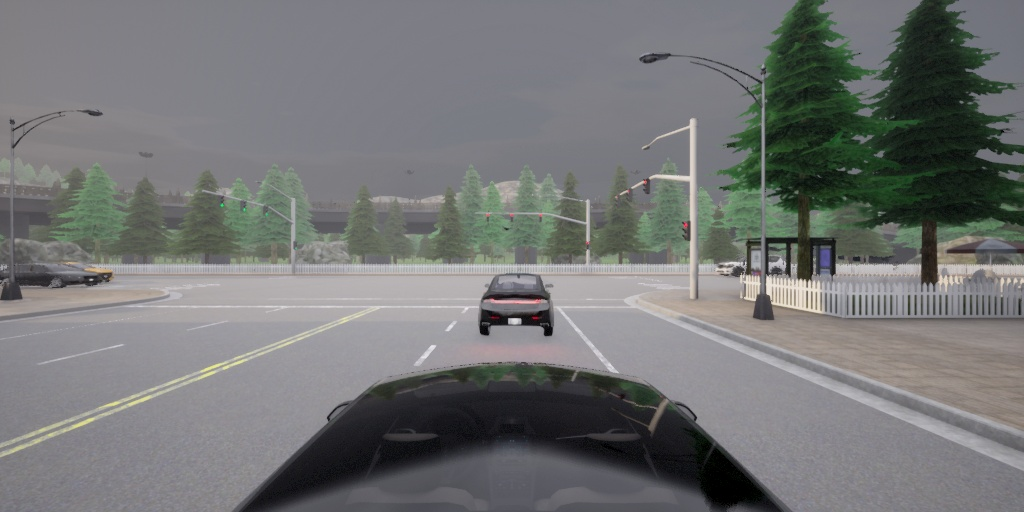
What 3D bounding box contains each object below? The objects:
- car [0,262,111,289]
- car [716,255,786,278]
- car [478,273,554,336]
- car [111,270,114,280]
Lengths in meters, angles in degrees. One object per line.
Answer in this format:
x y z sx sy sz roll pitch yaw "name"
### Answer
-28.092 1.198 21.861 4.892 1.490 1.837 0 0 0 "car"
21.546 0.914 32.377 5.566 2.045 2.150 0 0 1 "car"
0.181 1.241 10.394 2.128 1.511 4.902 0 0 3 "car"
-31.272 1.171 25.340 5.008 1.535 1.882 0 0 -1 "car"
